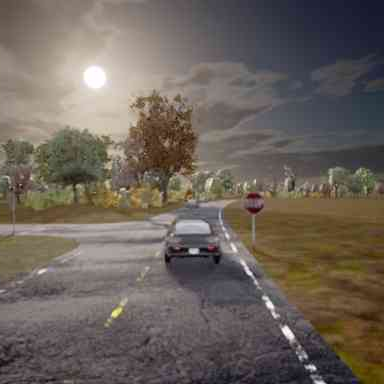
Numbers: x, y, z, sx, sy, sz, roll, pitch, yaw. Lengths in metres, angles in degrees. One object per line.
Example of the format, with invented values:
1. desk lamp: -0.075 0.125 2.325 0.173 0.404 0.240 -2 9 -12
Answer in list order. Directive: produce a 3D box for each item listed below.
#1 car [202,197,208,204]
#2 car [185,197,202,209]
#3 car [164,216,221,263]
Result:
1. car: 2.196 1.782 69.199 1.812 1.442 4.674 0 0 8
2. car: 0.055 1.870 53.023 1.812 1.442 4.674 0 -1 7
3. car: -0.052 1.607 12.199 1.812 1.442 4.674 0 0 -3
